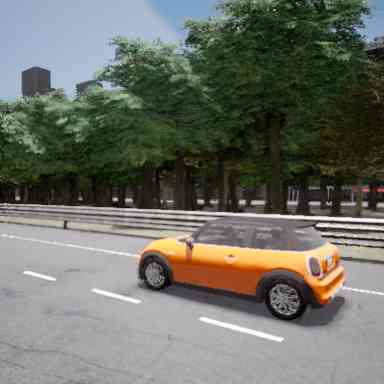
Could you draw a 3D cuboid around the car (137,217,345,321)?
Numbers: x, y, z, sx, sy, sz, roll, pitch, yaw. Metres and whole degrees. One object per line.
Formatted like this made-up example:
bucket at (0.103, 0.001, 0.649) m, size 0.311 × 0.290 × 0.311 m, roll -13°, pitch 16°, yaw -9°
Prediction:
car at (0.881, 1.353, 7.539) m, size 4.553 × 1.767 × 2.097 m, roll 0°, pitch 0°, yaw 35°
